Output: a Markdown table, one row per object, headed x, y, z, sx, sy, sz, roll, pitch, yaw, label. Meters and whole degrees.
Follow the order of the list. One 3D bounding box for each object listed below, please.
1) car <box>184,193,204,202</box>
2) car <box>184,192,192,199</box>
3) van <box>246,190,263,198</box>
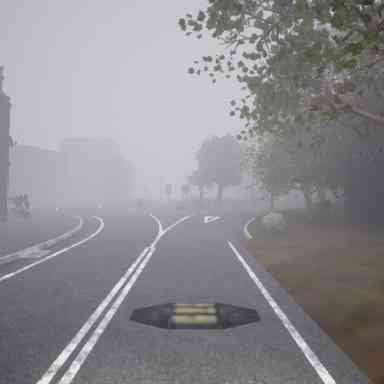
| x | y | z | sx | sy | sz | roll | pitch | yaw | label |
| --- | --- | --- | --- | --- | --- | --- | --- | --- | --- |
| 0.141 | 1.274 | 62.890 | 1.895 | 1.301 | 4.718 | 0 | 1 | -17 | car |
| -0.882 | 0.908 | 80.209 | 1.882 | 1.535 | 5.008 | 0 | 0 | 1 | car |
| 18.148 | 0.912 | 92.629 | 4.442 | 1.987 | 1.878 | 0 | 1 | 1 | van |
